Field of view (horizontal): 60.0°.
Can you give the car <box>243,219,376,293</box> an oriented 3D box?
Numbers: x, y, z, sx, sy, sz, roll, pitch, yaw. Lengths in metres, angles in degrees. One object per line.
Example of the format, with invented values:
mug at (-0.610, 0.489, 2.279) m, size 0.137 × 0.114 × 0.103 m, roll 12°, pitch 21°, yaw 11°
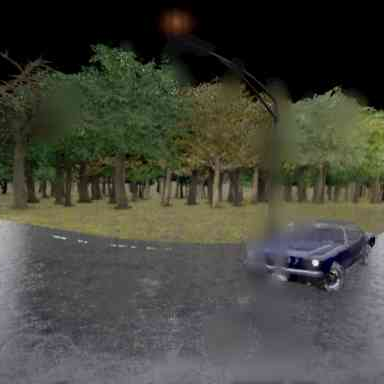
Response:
car at (3.267, 1.428, 8.666) m, size 1.895 × 1.301 × 4.718 m, roll 0°, pitch 1°, yaw 40°
